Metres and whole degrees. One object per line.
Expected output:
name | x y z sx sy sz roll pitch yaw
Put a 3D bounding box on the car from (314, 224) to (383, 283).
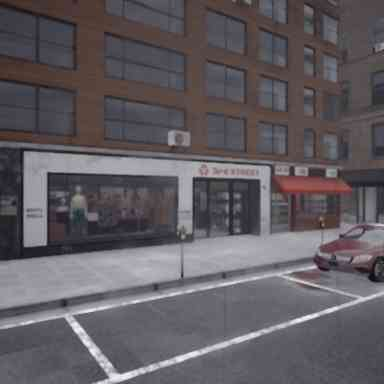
car | 5.358 1.600 9.656 4.206 1.307 1.802 0 0 -34
